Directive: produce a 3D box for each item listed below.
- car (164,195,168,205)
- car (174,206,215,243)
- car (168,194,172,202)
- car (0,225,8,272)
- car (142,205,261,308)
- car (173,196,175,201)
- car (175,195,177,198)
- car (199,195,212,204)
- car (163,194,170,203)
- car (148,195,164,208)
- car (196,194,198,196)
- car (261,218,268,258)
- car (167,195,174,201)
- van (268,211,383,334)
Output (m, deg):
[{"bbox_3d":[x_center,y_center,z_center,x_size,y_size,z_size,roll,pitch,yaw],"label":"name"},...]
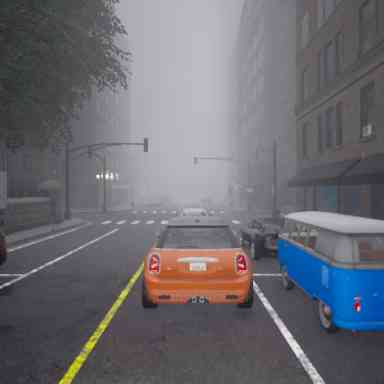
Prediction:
[{"bbox_3d":[-5.656,1.577,55.623,2.008,1.369,4.403,0,0,0],"label":"car"},{"bbox_3d":[0.105,1.538,17.077,1.812,1.442,4.674,0,0,0],"label":"car"},{"bbox_3d":[-5.654,1.581,66.525,1.887,1.381,4.507,0,0,0],"label":"car"},{"bbox_3d":[-5.667,1.321,6.484,2.192,1.841,5.009,0,0,0],"label":"car"},{"bbox_3d":[0.104,1.359,8.076,2.097,1.767,4.553,0,0,0],"label":"car"},{"bbox_3d":[-5.651,1.600,77.426,2.008,1.369,4.403,0,0,0],"label":"car"},{"bbox_3d":[-5.651,1.372,82.877,2.192,1.841,5.009,0,0,0],"label":"car"},{"bbox_3d":[2.871,1.476,66.559,1.967,1.590,4.097,0,0,0],"label":"car"},{"bbox_3d":[-5.655,1.575,61.074,1.887,1.381,4.507,0,0,0],"label":"car"},{"bbox_3d":[-5.657,1.548,50.002,1.752,1.417,4.829,0,0,0],"label":"car"},{"bbox_3d":[2.877,1.600,93.971,1.752,1.417,4.829,0,0,0],"label":"car"},{"bbox_3d":[2.859,1.575,12.182,1.947,1.339,4.313,0,0,0],"label":"car"},{"bbox_3d":[-5.649,1.590,88.158,1.752,1.417,4.829,0,0,0],"label":"car"},{"bbox_3d":[2.857,1.347,6.522,1.690,1.788,3.998,0,0,0],"label":"van"}]
